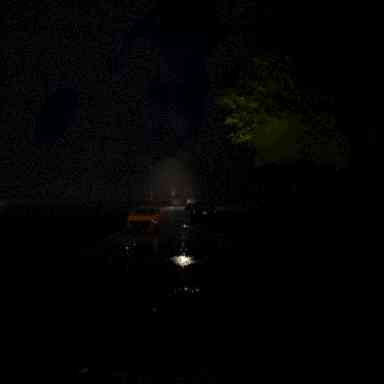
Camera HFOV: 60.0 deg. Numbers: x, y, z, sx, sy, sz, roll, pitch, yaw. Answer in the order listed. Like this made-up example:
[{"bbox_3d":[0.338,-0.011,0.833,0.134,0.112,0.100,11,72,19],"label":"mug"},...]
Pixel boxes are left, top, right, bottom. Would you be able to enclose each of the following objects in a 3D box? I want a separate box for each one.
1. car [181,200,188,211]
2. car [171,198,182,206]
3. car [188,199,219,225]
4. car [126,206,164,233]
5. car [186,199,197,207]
[{"bbox_3d":[-0.045,1.860,45.805,2.033,1.411,5.357,0,0,0],"label":"car"},{"bbox_3d":[-2.871,1.860,62.299,1.882,1.535,5.008,0,0,1],"label":"car"},{"bbox_3d":[0.926,1.548,26.180,2.097,1.767,4.553,0,0,0],"label":"car"},{"bbox_3d":[-2.878,1.640,21.069,1.882,1.535,5.008,0,0,0],"label":"car"},{"bbox_3d":[-0.084,1.981,61.097,1.895,1.301,4.718,0,0,0],"label":"car"}]
